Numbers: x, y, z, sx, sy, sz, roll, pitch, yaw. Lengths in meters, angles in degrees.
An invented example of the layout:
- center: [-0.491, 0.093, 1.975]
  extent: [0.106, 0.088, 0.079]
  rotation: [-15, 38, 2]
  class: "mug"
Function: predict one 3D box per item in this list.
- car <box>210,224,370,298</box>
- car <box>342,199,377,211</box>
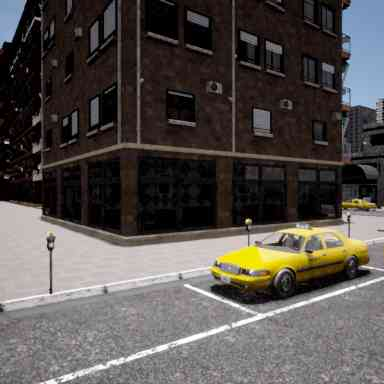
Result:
- center: [2.671, 1.525, 8.478]
  extent: [4.829, 1.417, 1.752]
  rotation: [0, 0, -36]
  class: "car"
- center: [19.322, 1.469, 39.712]
  extent: [1.752, 1.417, 4.829]
  rotation: [0, 0, -35]
  class: "car"
